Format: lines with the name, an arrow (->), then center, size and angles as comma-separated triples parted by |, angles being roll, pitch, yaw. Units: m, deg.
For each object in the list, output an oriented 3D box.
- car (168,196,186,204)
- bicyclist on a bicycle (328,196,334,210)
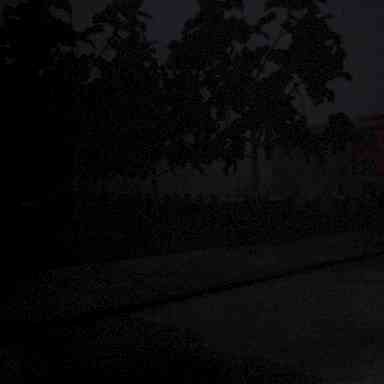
car -> -2.506, 1.442, 51.283 | 2.128, 1.511, 4.902 | 0, 0, -35
bicyclist on a bicycle -> 16.432, 1.282, 39.153 | 1.656, 1.620, 0.582 | 0, 0, -36
